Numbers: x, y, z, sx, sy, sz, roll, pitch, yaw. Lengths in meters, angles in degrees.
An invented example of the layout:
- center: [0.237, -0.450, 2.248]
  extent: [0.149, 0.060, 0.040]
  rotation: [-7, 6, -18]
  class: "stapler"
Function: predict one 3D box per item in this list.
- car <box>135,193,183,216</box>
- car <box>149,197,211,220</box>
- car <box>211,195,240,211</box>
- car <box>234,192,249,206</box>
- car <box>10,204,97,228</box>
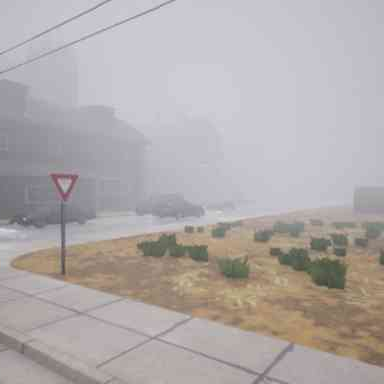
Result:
- center: [-2.756, 1.152, 30.525]
  extent: [2.150, 2.045, 5.566]
  rotation: [0, 0, 35]
  class: "car"
- center: [-0.854, 1.430, 26.758]
  extent: [2.128, 1.511, 4.902]
  rotation: [0, 0, 35]
  class: "car"
- center: [3.504, 1.456, 39.533]
  extent: [1.812, 1.442, 4.674]
  rotation: [0, 0, 35]
  class: "car"
- center: [7.658, 1.065, 52.736]
  extent: [1.905, 1.878, 3.866]
  rotation: [6, 1, -8]
  class: "car"
- center: [-8.827, 1.479, 21.761]
  extent: [2.033, 1.411, 5.357]
  rotation: [0, 0, 35]
  class: "car"
